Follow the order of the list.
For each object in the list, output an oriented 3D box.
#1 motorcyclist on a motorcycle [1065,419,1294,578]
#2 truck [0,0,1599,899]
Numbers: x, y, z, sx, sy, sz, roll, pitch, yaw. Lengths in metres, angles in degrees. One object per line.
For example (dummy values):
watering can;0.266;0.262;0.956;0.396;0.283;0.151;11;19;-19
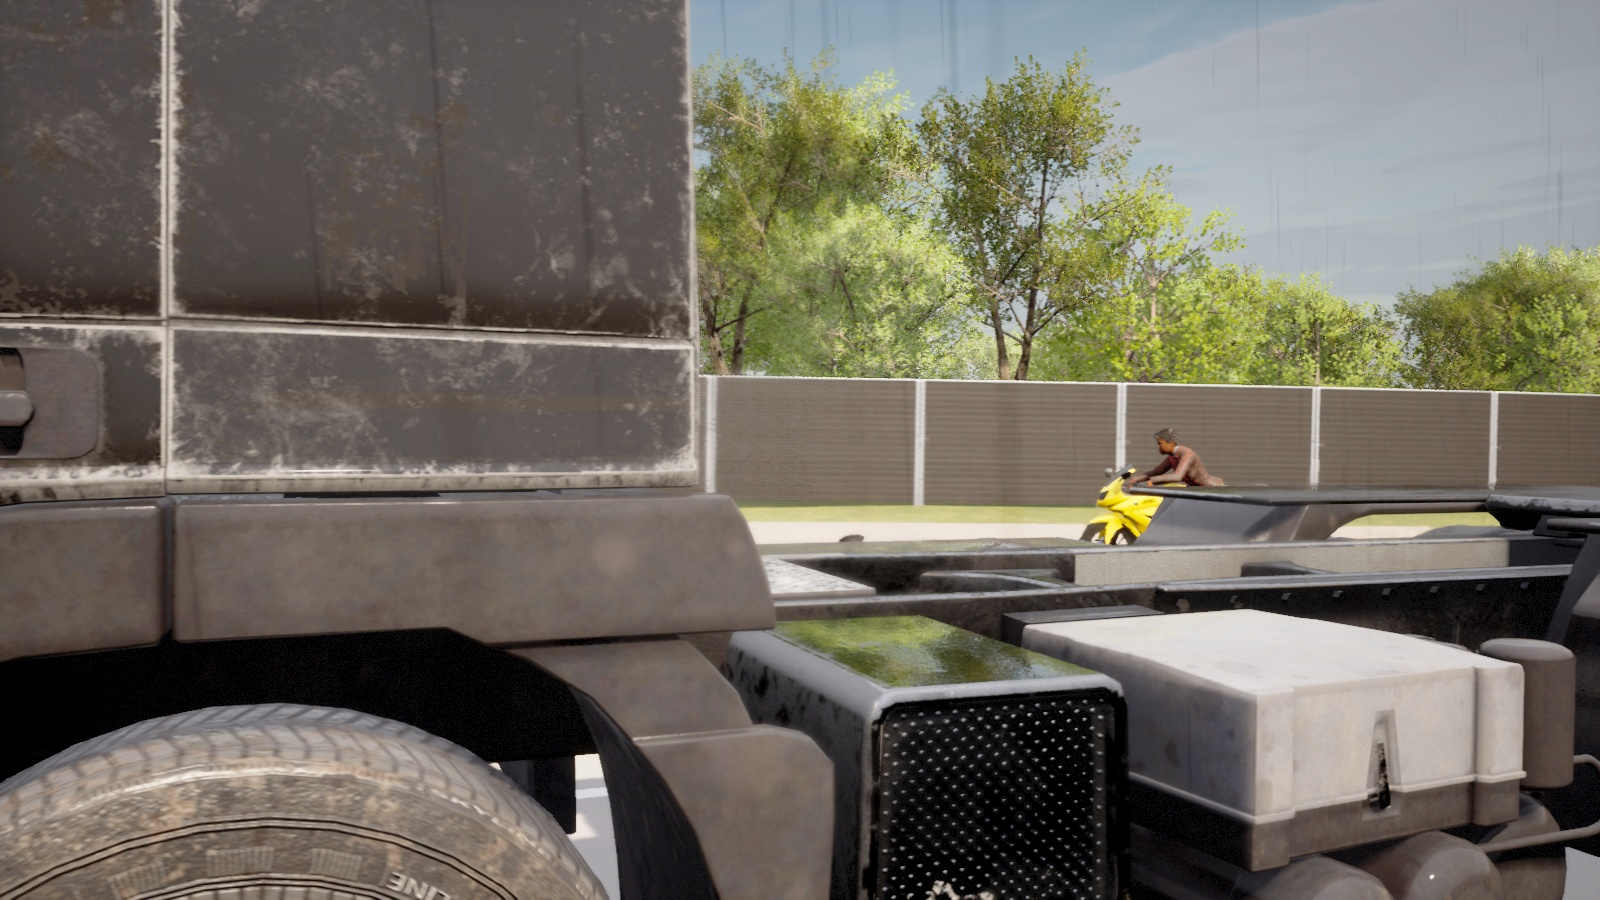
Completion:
motorcyclist on a motorcycle;3.757;0.459;12.545;2.044;1.523;0.797;0;1;-2
truck;0.958;-0.253;3.591;7.936;3.462;2.891;-1;1;-21
